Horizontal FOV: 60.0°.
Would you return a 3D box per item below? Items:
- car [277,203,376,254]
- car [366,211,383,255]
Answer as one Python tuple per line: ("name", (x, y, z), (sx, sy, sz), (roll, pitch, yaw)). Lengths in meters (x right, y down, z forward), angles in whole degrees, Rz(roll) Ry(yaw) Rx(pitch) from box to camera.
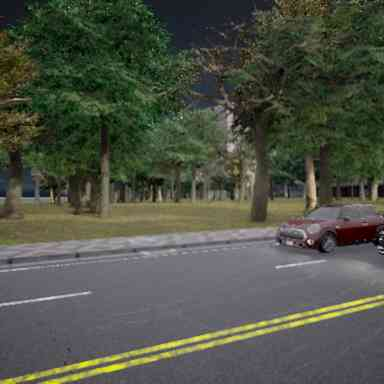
("car", (5.589, 1.274, 13.191), (4.553, 1.767, 2.097), (0, 0, -26))
("car", (8.238, 1.420, 10.878), (4.892, 1.490, 1.837), (0, 0, -26))
